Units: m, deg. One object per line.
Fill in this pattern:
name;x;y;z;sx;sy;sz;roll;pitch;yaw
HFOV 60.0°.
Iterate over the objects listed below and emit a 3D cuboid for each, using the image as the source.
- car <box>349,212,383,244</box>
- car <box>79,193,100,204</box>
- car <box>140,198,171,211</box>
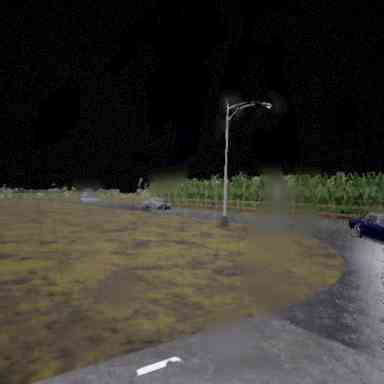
car;8.466;1.587;14.015;1.895;1.301;4.718;3;2;4
car;-16.776;1.295;54.836;1.895;1.301;4.718;2;-1;-35
car;-4.086;1.336;36.729;1.994;1.385;4.181;2;-1;-35
